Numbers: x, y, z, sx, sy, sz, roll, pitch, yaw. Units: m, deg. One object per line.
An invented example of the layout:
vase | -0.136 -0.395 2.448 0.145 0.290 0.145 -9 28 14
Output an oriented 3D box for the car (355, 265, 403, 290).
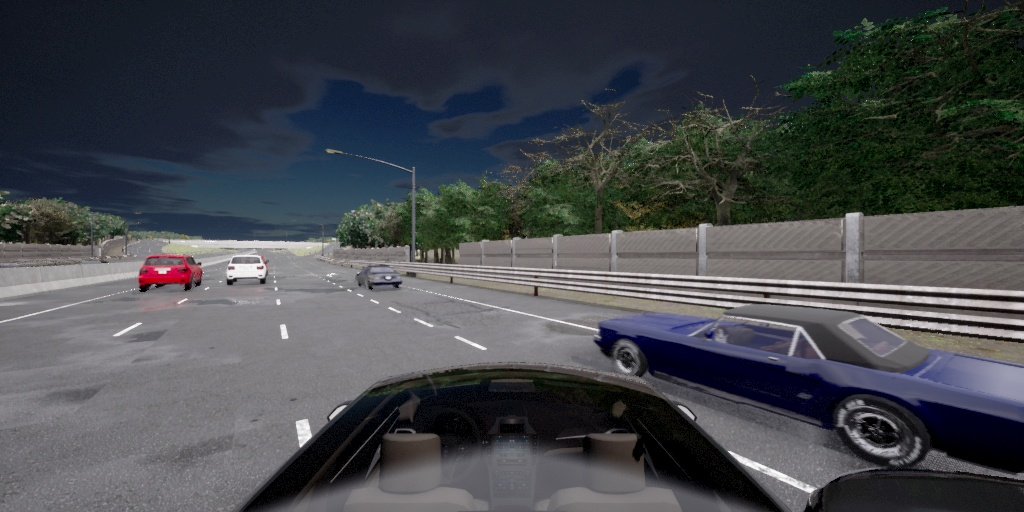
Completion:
car | -8.524 1.291 22.732 2.033 1.411 5.357 0 0 -34

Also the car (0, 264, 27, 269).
car | -43.647 1.316 30.801 1.895 1.301 4.718 0 0 -34

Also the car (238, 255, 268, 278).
car | -25.262 0.946 35.135 2.150 2.045 5.566 0 0 -34

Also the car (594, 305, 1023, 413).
car | 3.450 1.351 5.035 1.895 1.301 4.718 0 0 -34

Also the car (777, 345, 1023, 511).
car | 2.986 1.315 0.431 4.181 1.385 1.994 0 0 34

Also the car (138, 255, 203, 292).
car | -20.475 0.961 21.690 2.150 2.045 5.566 0 0 -34

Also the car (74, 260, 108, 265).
car | -43.831 1.216 37.416 1.837 1.490 4.892 0 0 -33

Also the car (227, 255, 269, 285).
car | -19.272 0.957 26.181 2.150 2.045 5.566 0 0 -34
